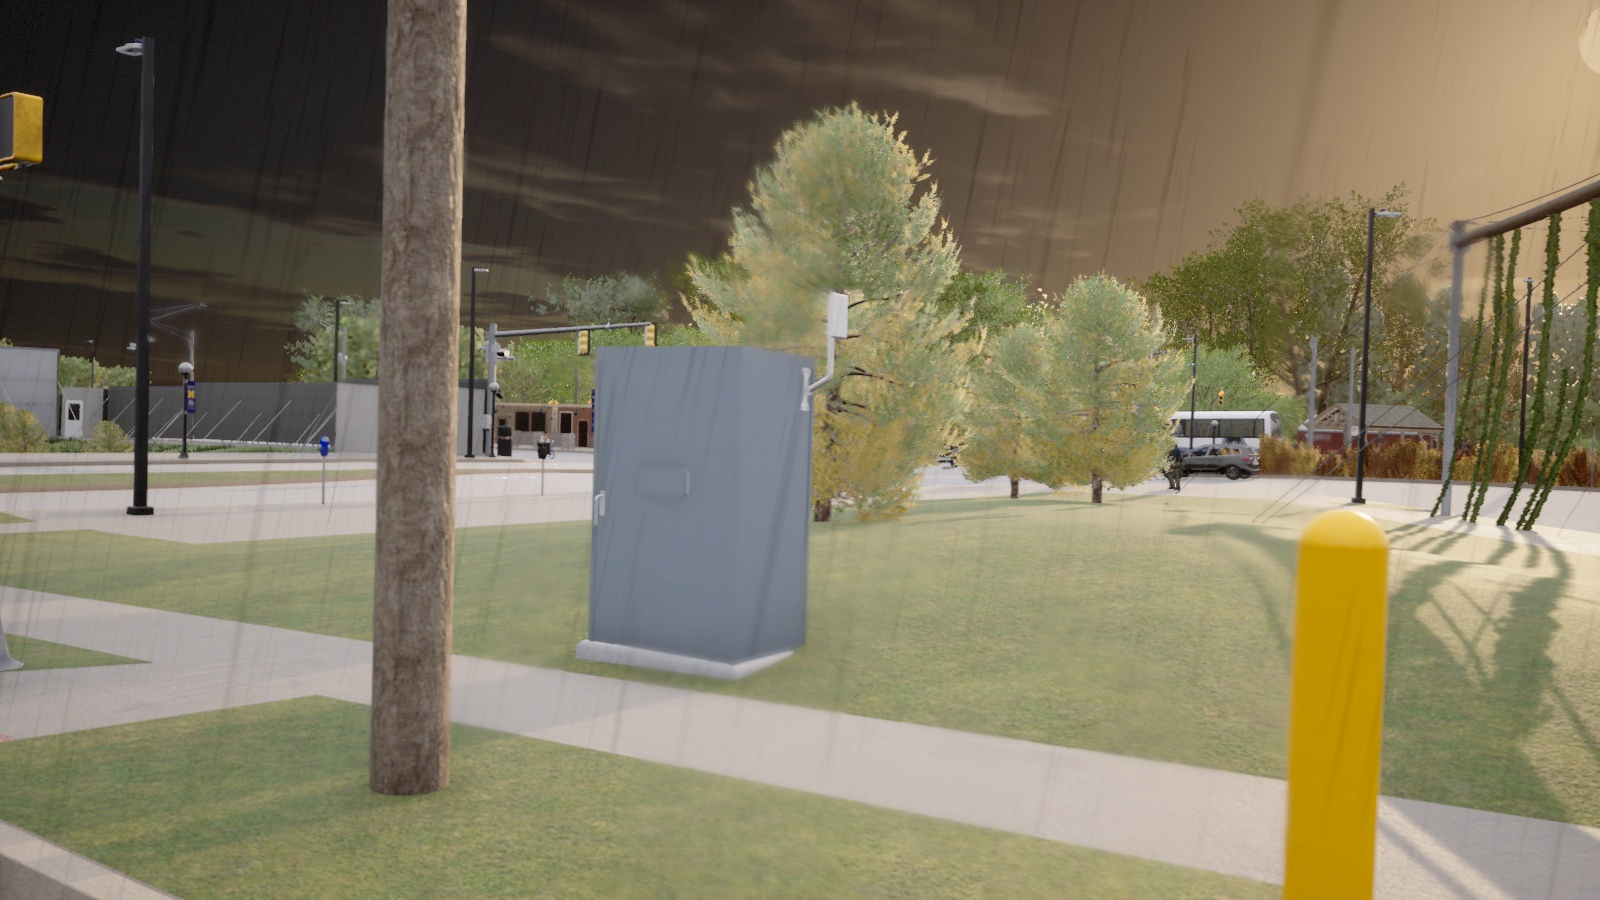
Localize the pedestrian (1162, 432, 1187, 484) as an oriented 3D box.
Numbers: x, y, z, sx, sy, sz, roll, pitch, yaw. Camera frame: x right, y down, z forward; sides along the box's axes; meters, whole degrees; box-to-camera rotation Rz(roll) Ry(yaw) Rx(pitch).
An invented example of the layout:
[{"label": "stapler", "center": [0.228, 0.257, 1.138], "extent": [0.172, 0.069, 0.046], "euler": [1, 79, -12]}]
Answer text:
[{"label": "pedestrian", "center": [13.330, 0.266, 44.741], "extent": [0.726, 1.835, 0.370], "euler": [2, 2, 43]}]

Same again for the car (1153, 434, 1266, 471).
[{"label": "car", "center": [19.372, 0.122, 59.484], "extent": [4.611, 1.667, 2.242], "euler": [0, 1, 34]}]

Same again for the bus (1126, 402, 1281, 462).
[{"label": "bus", "center": [29.986, -1.266, 93.661], "extent": [10.273, 4.253, 3.944], "euler": [0, 0, 35]}]
